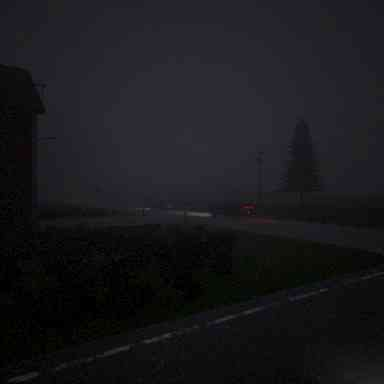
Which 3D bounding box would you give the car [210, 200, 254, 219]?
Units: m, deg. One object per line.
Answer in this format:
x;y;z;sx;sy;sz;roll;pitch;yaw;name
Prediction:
3.432;1.490;29.496;2.128;1.511;4.902;0;0;-31;car

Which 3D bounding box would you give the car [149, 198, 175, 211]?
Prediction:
-3.775;1.526;41.809;1.812;1.442;4.674;0;0;-30;car
